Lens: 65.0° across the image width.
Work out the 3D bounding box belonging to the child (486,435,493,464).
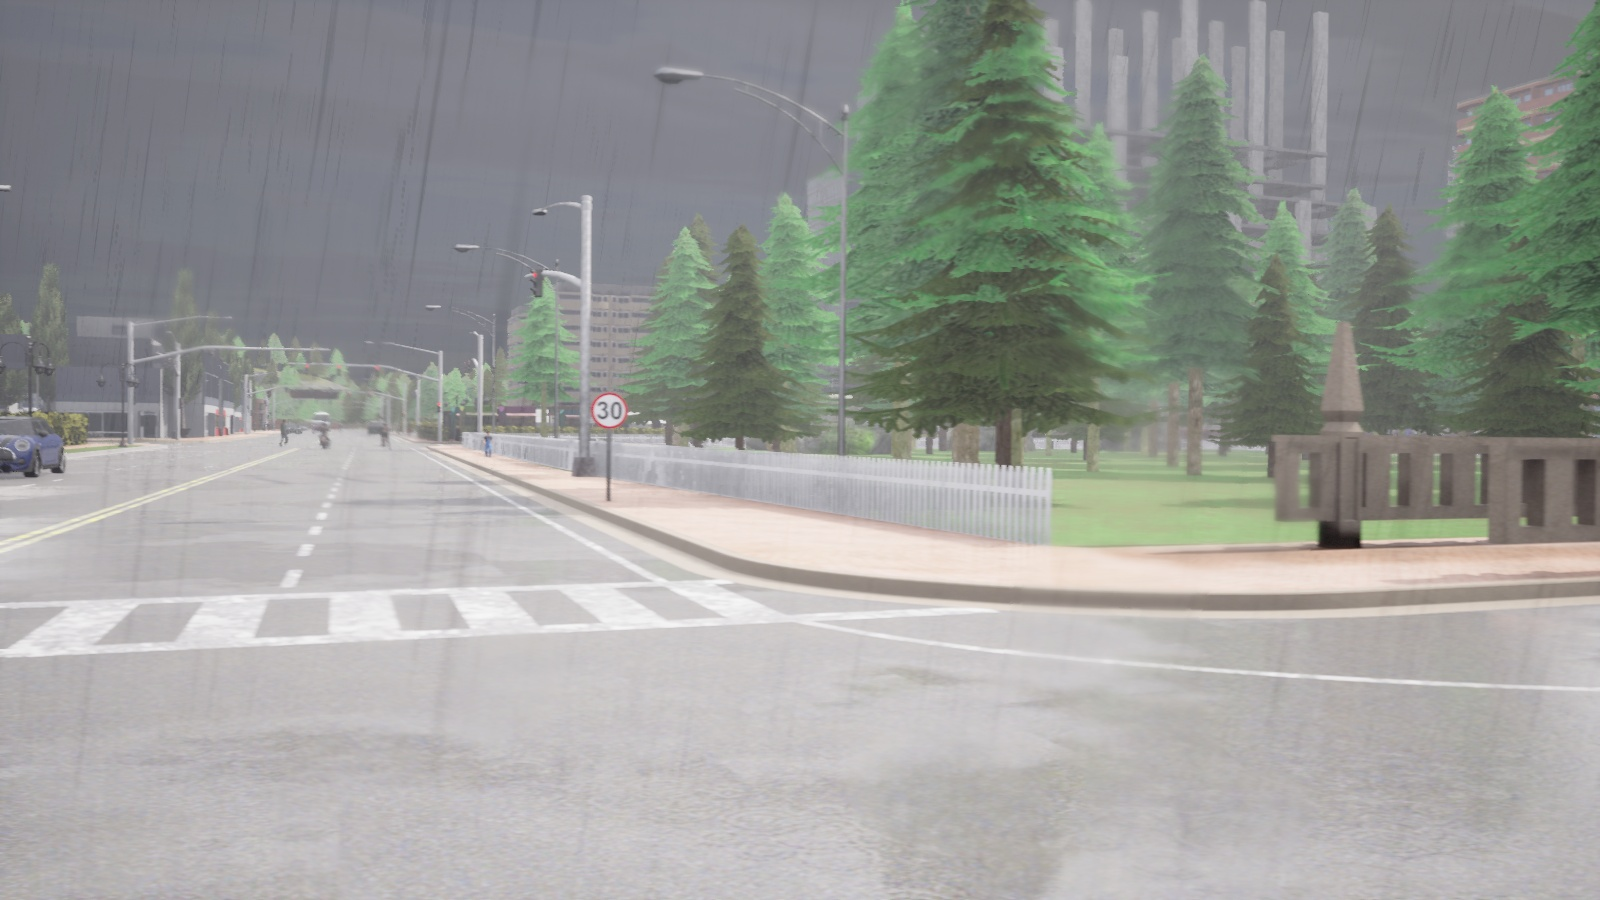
[{"bbox_3d":[-13.780,-0.022,55.761,0.270,1.263,0.437,-1,1,-19],"label":"child"}]

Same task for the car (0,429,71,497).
[{"bbox_3d":[-21.925,0.327,34.829,2.097,1.767,4.553,-1,1,-19],"label":"car"}]
